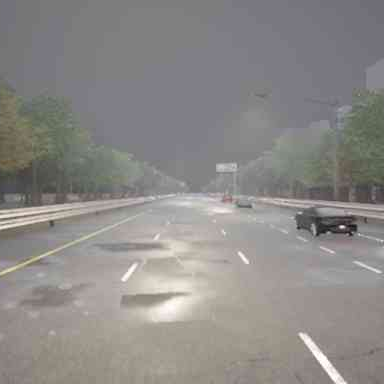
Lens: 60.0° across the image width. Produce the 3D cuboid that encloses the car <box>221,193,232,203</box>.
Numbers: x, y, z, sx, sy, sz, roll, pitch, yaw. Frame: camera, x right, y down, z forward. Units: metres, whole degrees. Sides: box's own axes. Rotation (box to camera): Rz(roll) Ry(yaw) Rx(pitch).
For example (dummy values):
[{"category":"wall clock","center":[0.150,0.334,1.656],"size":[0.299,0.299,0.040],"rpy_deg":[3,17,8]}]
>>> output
[{"category":"car","center":[7.255,1.270,69.369],"size":[2.150,2.045,5.566],"rpy_deg":[0,0,0]}]

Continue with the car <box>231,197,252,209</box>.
[{"category":"car","center":[7.115,1.593,46.634],"size":[1.994,1.385,4.181],"rpy_deg":[0,0,0]}]

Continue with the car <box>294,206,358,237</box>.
[{"category":"car","center":[7.016,1.498,18.008],"size":[1.882,1.535,5.008],"rpy_deg":[0,0,0]}]
